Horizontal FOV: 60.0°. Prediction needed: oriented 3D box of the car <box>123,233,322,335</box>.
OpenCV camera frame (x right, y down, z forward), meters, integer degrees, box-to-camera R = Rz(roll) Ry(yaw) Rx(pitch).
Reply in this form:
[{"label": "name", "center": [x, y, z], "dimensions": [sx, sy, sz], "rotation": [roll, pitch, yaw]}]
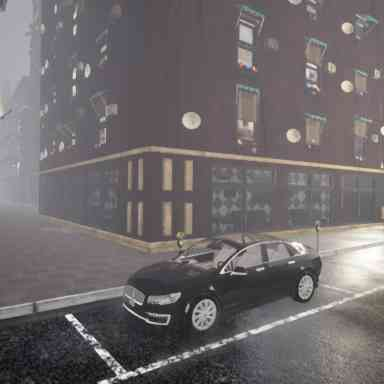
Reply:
[{"label": "car", "center": [0.810, 1.552, 6.626], "dimensions": [4.403, 1.369, 2.008], "rotation": [0, 1, -35]}]
